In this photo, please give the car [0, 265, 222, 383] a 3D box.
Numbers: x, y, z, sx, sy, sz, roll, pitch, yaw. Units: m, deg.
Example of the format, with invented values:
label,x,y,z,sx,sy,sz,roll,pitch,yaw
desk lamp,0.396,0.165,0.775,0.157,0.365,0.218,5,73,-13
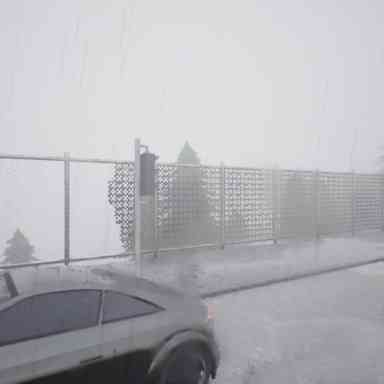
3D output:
label,x,y,z,sx,sy,sz,roll,pitch,yaw
car,-1.751,1.564,3.450,4.181,1.385,1.994,0,0,-32
